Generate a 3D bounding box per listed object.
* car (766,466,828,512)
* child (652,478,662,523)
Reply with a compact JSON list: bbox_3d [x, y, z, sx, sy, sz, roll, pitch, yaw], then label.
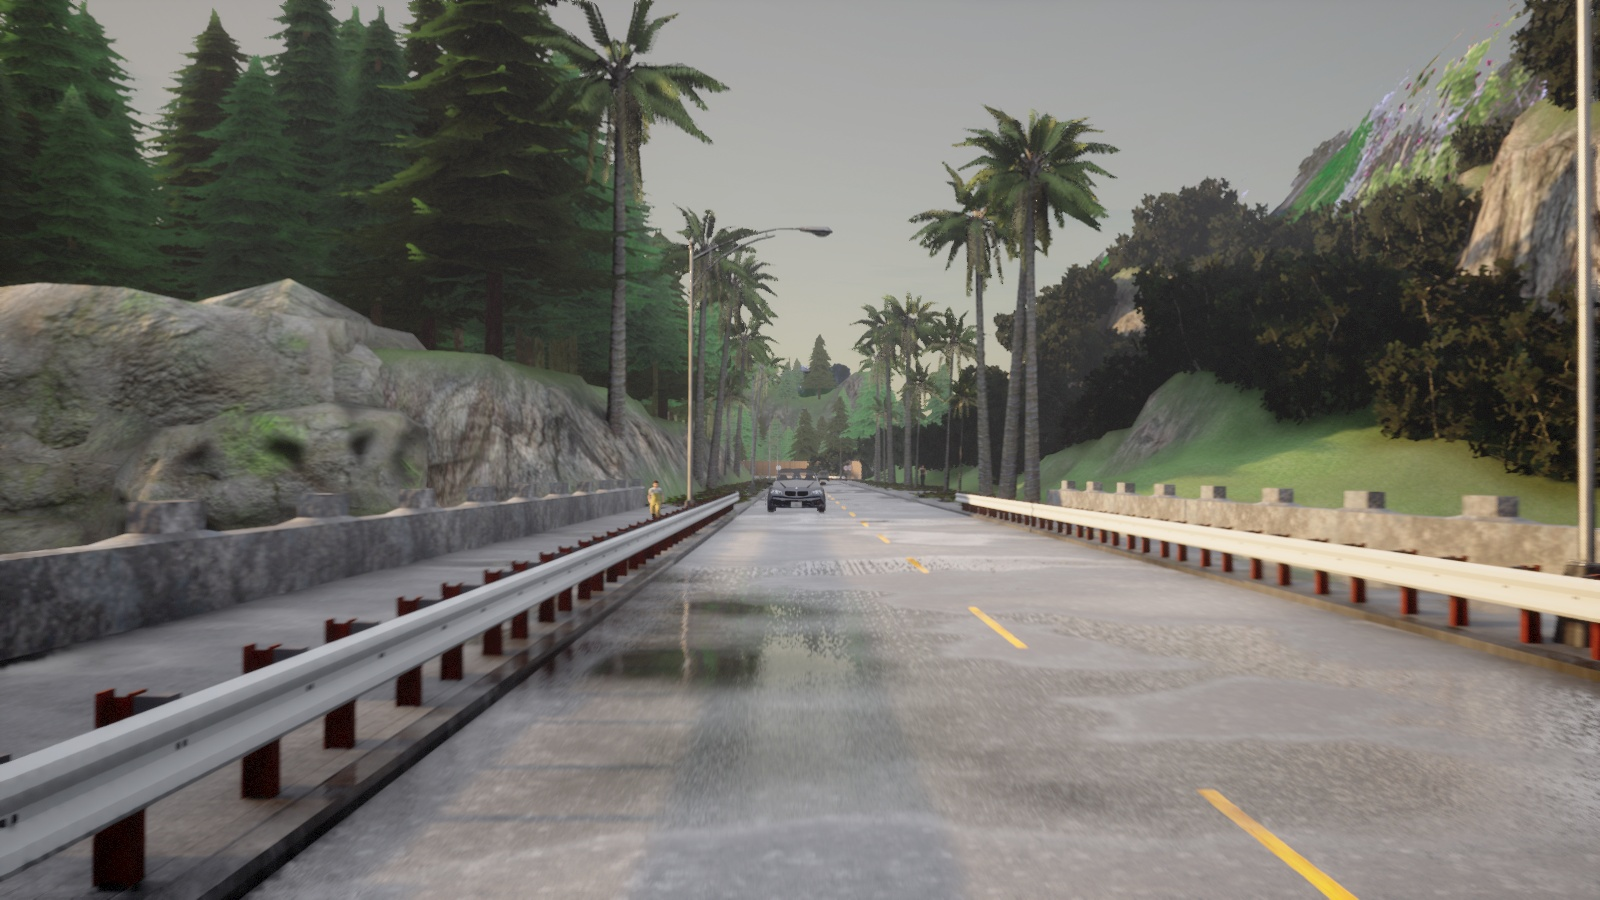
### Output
[{"bbox_3d":[-0.120,1.466,48.384,2.242,1.667,4.611,0,-1,0],"label":"car"},{"bbox_3d":[-4.040,1.414,35.551,0.270,1.263,0.437,0,-1,-4],"label":"child"}]
